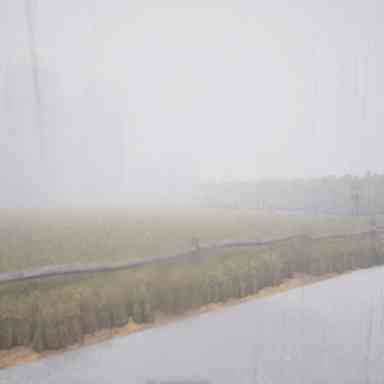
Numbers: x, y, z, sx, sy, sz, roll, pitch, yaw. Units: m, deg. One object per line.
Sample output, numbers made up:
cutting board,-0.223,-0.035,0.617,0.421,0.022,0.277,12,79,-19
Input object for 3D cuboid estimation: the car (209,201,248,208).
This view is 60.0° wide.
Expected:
car,3.913,1.685,35.806,1.895,1.301,4.718,0,0,-36

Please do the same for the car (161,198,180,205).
car,-3.485,1.620,52.871,1.812,1.442,4.674,0,0,-25
